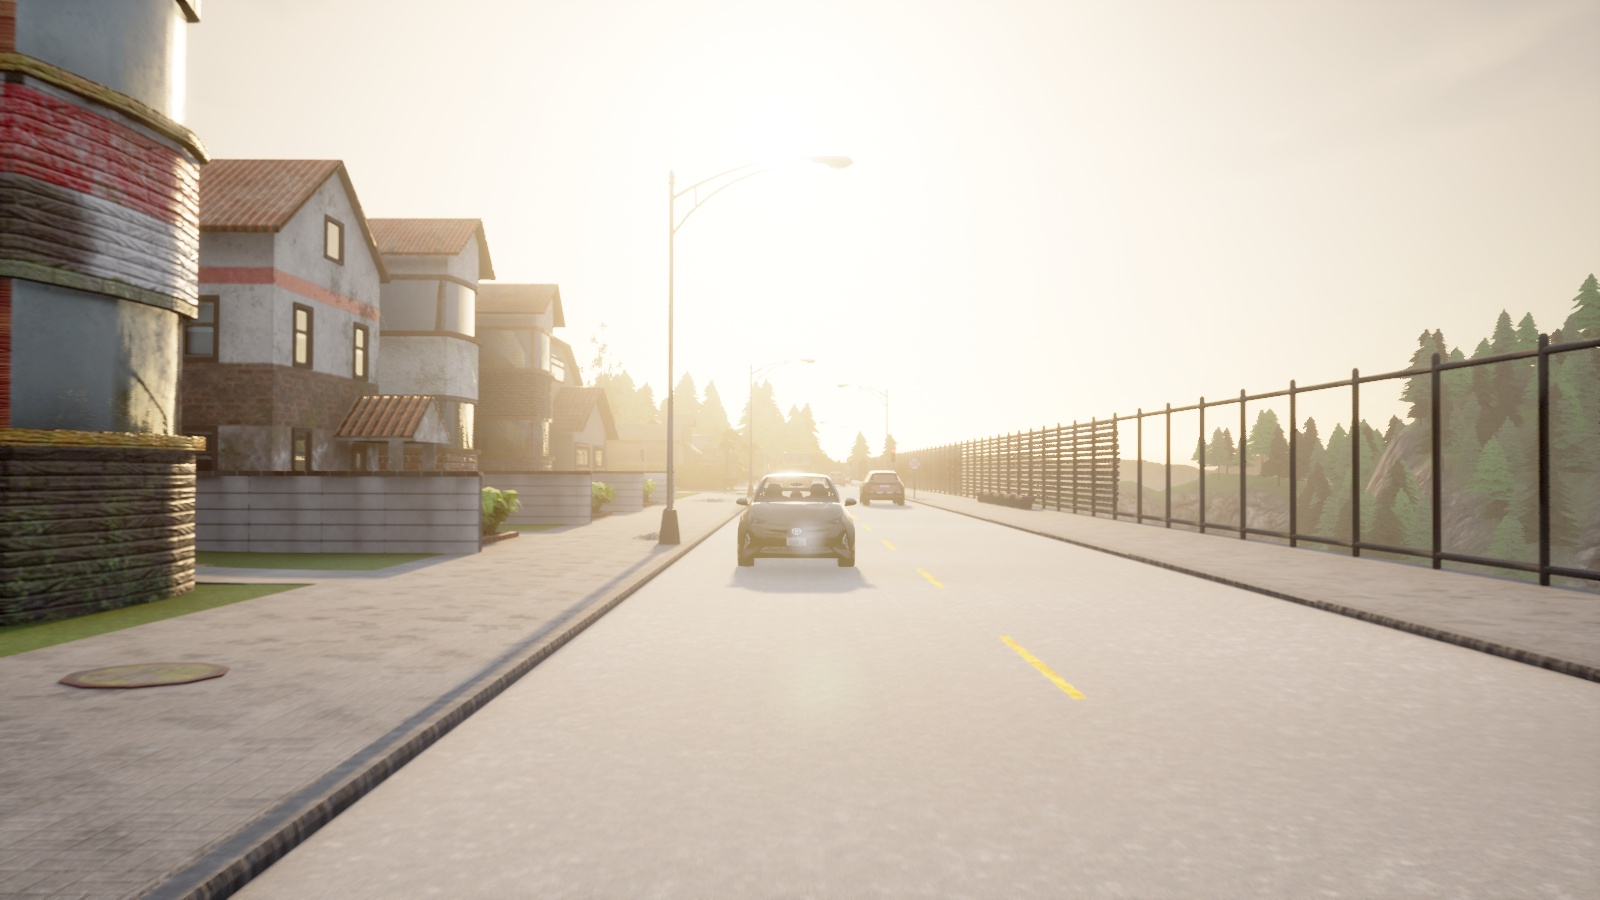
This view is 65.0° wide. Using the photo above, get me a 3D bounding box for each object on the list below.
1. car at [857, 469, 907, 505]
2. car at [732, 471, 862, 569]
[{"bbox_3d":[3.855,1.725,59.479,2.033,1.649,4.856,0,-1,0],"label":"car"},{"bbox_3d":[-0.053,1.126,21.789,2.007,1.525,4.514,0,-1,0],"label":"car"}]
